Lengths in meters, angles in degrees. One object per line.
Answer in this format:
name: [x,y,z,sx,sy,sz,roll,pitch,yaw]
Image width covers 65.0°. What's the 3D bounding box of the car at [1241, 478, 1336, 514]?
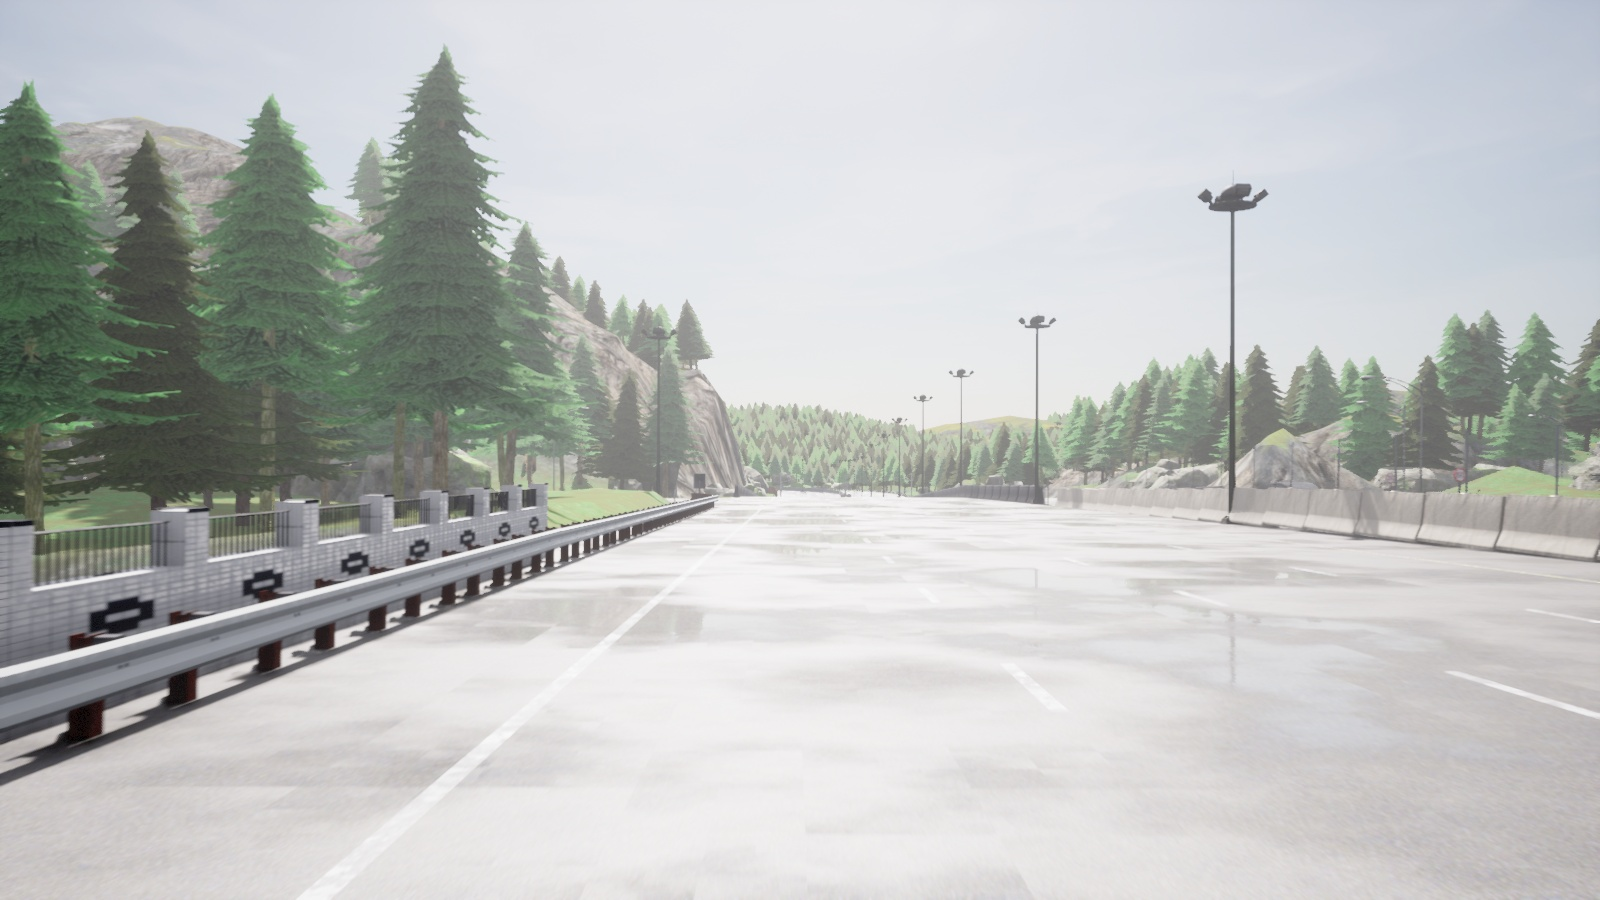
car: [20.851,1.935,53.837,2.163,1.488,4.792,0,-1,0]
